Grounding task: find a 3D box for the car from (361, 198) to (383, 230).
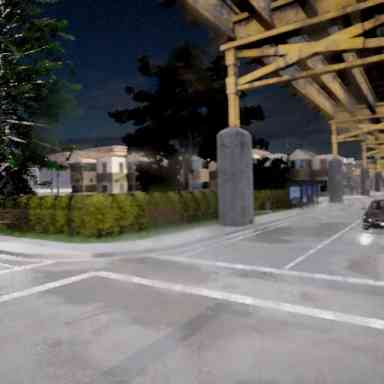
[{"bbox_3d":[9.982,1.121,17.056,1.837,1.490,4.892,-1,1,34],"label":"car"}]
